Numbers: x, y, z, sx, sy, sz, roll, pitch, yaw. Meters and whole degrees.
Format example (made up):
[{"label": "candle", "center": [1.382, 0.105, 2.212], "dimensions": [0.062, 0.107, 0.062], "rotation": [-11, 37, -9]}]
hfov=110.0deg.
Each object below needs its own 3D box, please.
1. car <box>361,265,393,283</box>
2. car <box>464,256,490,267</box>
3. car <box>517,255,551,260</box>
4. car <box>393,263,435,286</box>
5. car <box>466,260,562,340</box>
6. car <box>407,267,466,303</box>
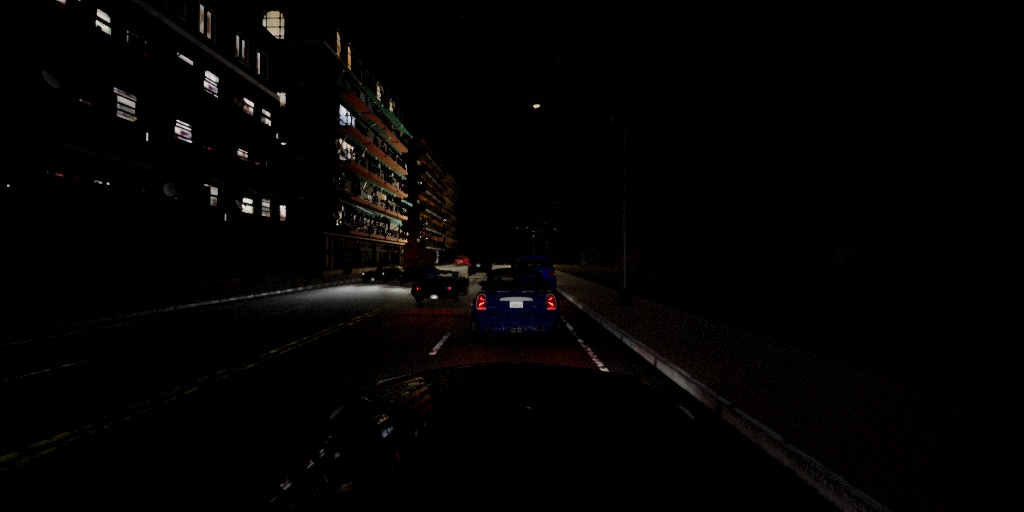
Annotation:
[{"label": "car", "center": [-9.857, 1.353, 27.618], "dimensions": [1.895, 1.301, 4.718], "rotation": [0, 0, 0]}, {"label": "car", "center": [-3.156, 0.976, 36.344], "dimensions": [2.150, 2.045, 5.566], "rotation": [0, 0, 0]}, {"label": "car", "center": [1.132, 0.977, 19.703], "dimensions": [2.150, 2.045, 5.566], "rotation": [0, 0, 0]}, {"label": "car", "center": [-6.607, 1.230, 25.788], "dimensions": [1.882, 1.535, 5.008], "rotation": [0, 0, 0]}, {"label": "car", "center": [0.095, 1.103, 10.128], "dimensions": [2.097, 1.767, 4.553], "rotation": [0, 0, 0]}, {"label": "car", "center": [-3.156, 1.352, 16.773], "dimensions": [1.895, 1.301, 4.718], "rotation": [0, 0, 0]}]
